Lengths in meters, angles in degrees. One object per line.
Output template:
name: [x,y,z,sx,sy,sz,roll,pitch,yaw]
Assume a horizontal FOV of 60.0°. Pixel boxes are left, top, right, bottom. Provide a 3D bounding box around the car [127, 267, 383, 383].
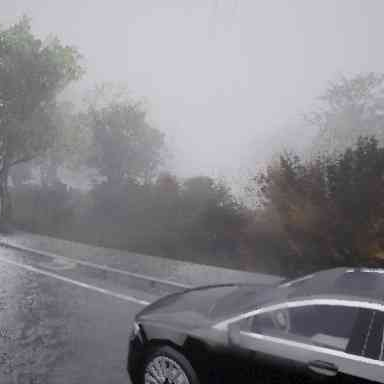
car: [1.490,1.505,3.079,4.902,1.511,2.128,0,0,36]
